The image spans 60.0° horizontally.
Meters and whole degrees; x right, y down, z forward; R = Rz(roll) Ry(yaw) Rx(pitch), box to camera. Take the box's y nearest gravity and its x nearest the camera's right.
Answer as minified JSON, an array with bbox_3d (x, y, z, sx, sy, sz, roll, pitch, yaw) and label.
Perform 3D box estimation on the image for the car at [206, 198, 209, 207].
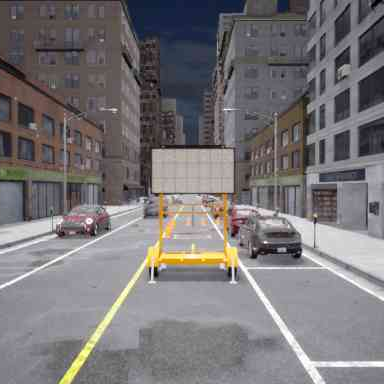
[{"bbox_3d":[2.807,1.553,34.455,1.887,1.381,4.507,-1,0,0],"label":"car"}]

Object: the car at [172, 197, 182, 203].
[{"bbox_3d":[-2.895,1.631,64.805,1.895,1.301,4.718,0,0,0],"label":"car"}]

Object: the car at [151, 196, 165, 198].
[{"bbox_3d":[-5.693,1.459,50.984,1.967,1.590,4.097,-1,0,0],"label":"car"}]

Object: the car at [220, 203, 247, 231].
[{"bbox_3d":[2.781,1.546,17.940,1.887,1.381,4.507,-1,0,0],"label":"car"}]

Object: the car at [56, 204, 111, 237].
[{"bbox_3d":[-5.745,1.441,17.954,1.967,1.590,4.097,-1,0,0],"label":"car"}]

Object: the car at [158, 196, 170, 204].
[{"bbox_3d":[-5.666,1.578,67.500,1.887,1.381,4.507,-1,0,0],"label":"car"}]

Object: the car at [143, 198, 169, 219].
[{"bbox_3d":[-3.054,1.510,28.770,1.837,1.490,4.892,0,0,0],"label":"car"}]

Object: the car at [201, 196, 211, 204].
[{"bbox_3d":[2.859,1.578,67.486,1.887,1.381,4.507,-1,0,0],"label":"car"}]

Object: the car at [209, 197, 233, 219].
[{"bbox_3d":[2.797,1.445,28.950,1.967,1.590,4.097,-1,0,0],"label":"car"}]

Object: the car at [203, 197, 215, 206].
[{"bbox_3d":[2.842,1.568,56.476,1.887,1.381,4.507,-1,0,0],"label":"car"}]

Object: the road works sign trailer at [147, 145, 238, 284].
[{"bbox_3d":[0.028,0.464,9.577,2.380,3.560,2.880,0,0,0],"label":"road works sign trailer"}]

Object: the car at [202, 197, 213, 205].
[{"bbox_3d":[2.851,1.573,61.981,1.887,1.381,4.507,-1,0,0],"label":"car"}]

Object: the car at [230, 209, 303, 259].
[{"bbox_3d":[2.772,1.550,12.434,2.008,1.369,4.403,-1,0,0],"label":"car"}]

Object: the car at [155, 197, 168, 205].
[{"bbox_3d":[-5.674,1.579,61.995,2.008,1.369,4.403,-1,0,0],"label":"car"}]

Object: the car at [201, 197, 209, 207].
[{"bbox_3d":[2.833,1.585,50.971,1.947,1.339,4.313,-1,0,0],"label":"car"}]
